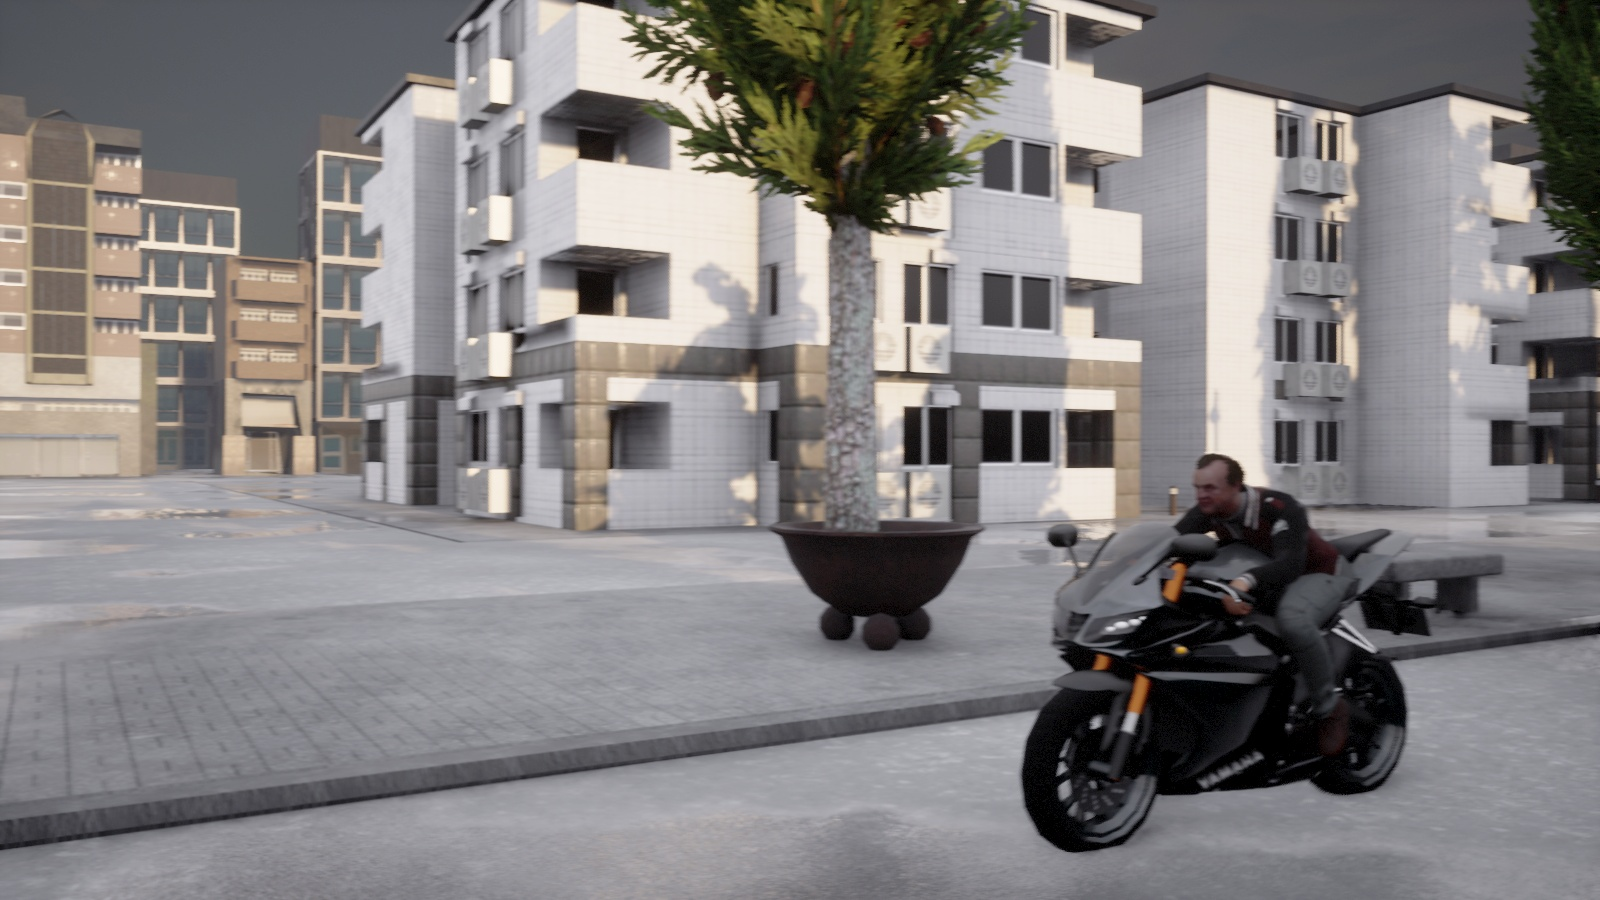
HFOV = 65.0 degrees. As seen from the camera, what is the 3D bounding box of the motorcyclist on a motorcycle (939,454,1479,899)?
[{"bbox_3d":[1.712,0.785,5.136,2.191,1.530,0.866,0,0,-31],"label":"motorcyclist on a motorcycle"}]
